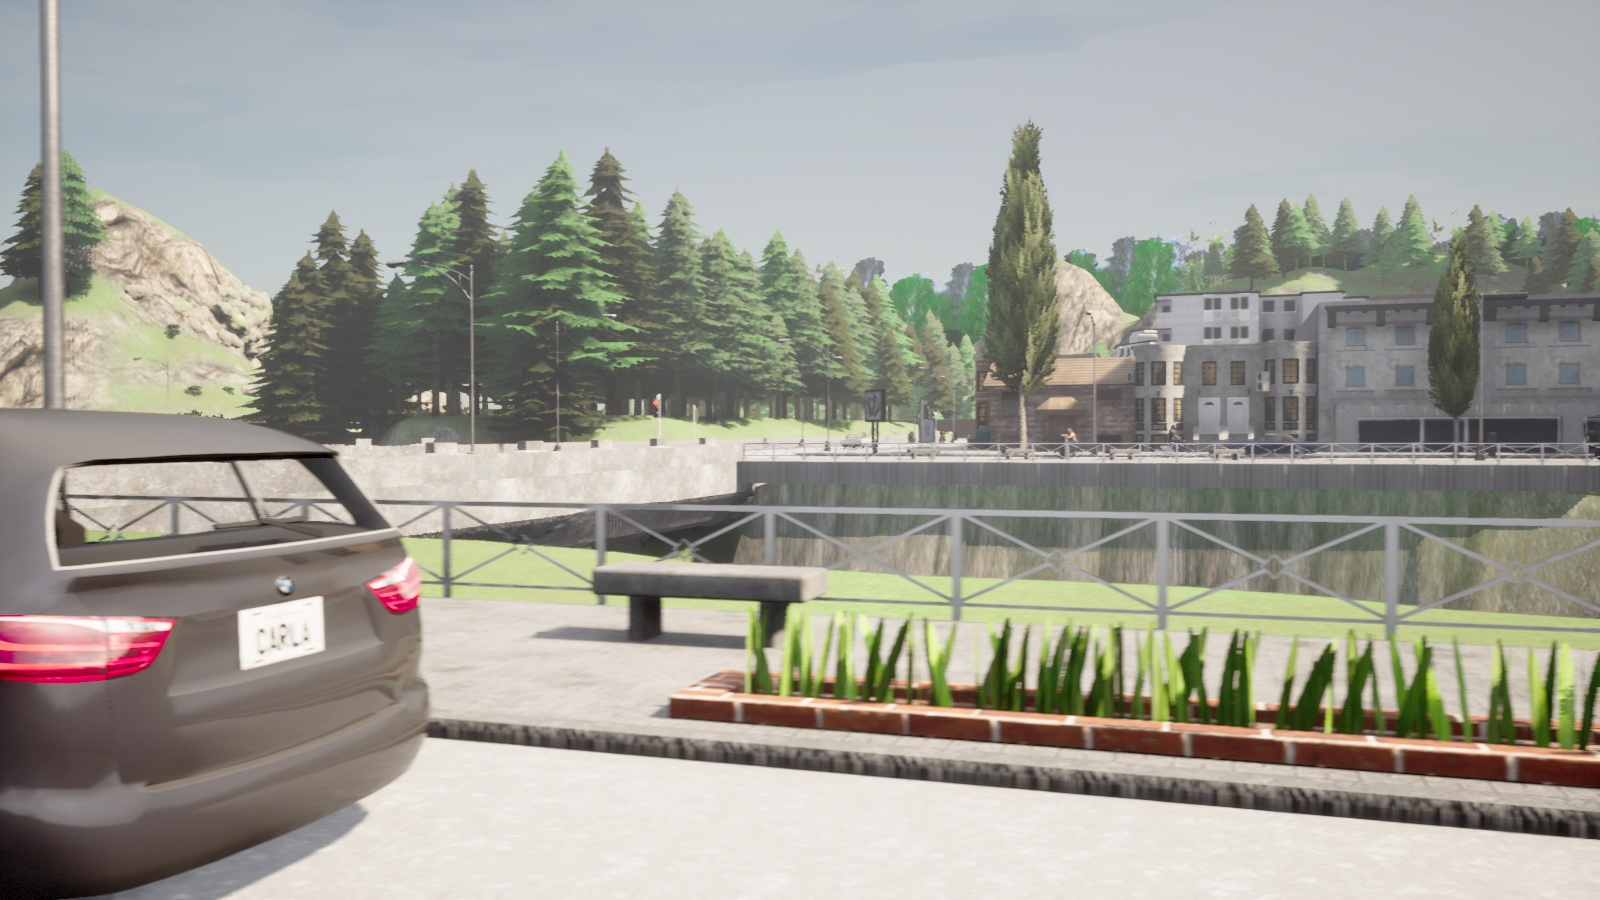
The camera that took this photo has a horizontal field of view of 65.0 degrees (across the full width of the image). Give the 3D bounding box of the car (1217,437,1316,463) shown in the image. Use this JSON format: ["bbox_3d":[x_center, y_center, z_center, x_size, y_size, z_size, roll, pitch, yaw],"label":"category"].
[{"bbox_3d":[24.047,-0.022,64.890,4.718,1.301,1.895,1,1,19],"label":"car"}]

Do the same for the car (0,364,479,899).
[{"bbox_3d":[-3.911,0.575,5.034,4.611,1.667,2.242,1,1,19],"label":"car"}]

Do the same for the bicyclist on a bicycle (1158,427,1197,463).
[{"bbox_3d":[18.781,-0.232,62.433,1.843,1.776,0.659,0,1,18],"label":"bicyclist on a bicycle"}]

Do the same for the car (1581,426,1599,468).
[{"bbox_3d":[37.412,-0.137,56.173,3.866,1.878,1.905,1,1,19],"label":"car"}]
